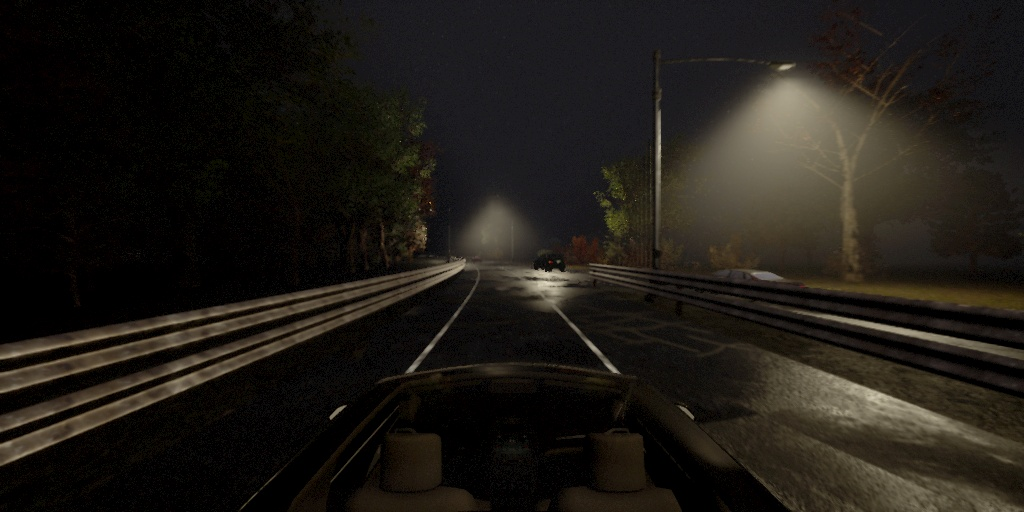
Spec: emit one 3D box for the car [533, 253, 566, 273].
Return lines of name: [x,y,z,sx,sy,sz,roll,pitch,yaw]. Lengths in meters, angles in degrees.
car: [4.121,0.747,40.285,2.150,2.045,5.566,1,0,-16]

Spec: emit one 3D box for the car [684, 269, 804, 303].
car: [10.825,1.318,17.185,2.033,1.411,5.357,0,1,-16]
